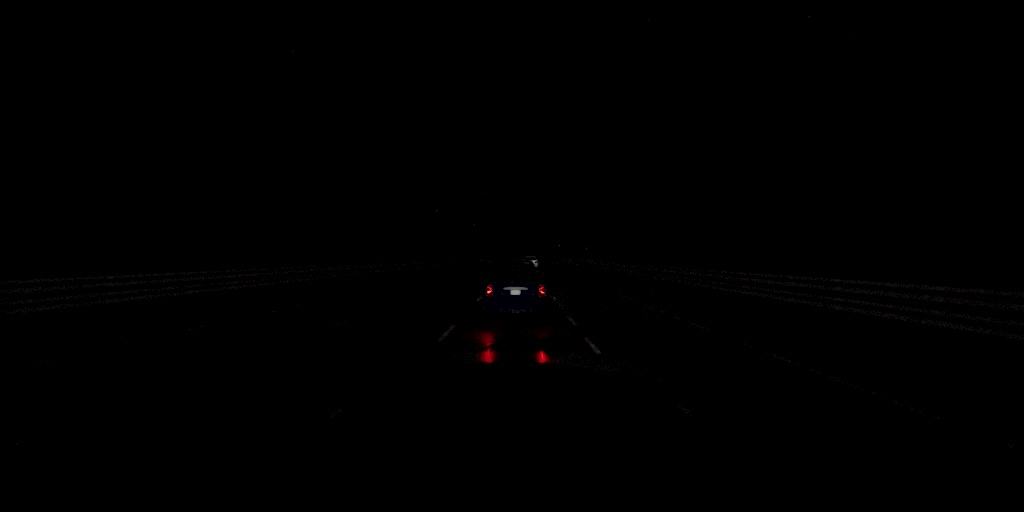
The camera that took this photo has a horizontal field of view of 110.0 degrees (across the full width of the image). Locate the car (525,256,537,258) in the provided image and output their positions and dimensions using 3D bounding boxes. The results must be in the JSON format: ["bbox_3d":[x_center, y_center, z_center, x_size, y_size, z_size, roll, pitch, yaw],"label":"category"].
[{"bbox_3d":[2.804,1.023,52.253,2.150,2.045,5.566,0,0,6],"label":"car"}]

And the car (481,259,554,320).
[{"bbox_3d":[0.160,1.104,12.781,2.097,1.767,4.553,0,0,1],"label":"car"}]
